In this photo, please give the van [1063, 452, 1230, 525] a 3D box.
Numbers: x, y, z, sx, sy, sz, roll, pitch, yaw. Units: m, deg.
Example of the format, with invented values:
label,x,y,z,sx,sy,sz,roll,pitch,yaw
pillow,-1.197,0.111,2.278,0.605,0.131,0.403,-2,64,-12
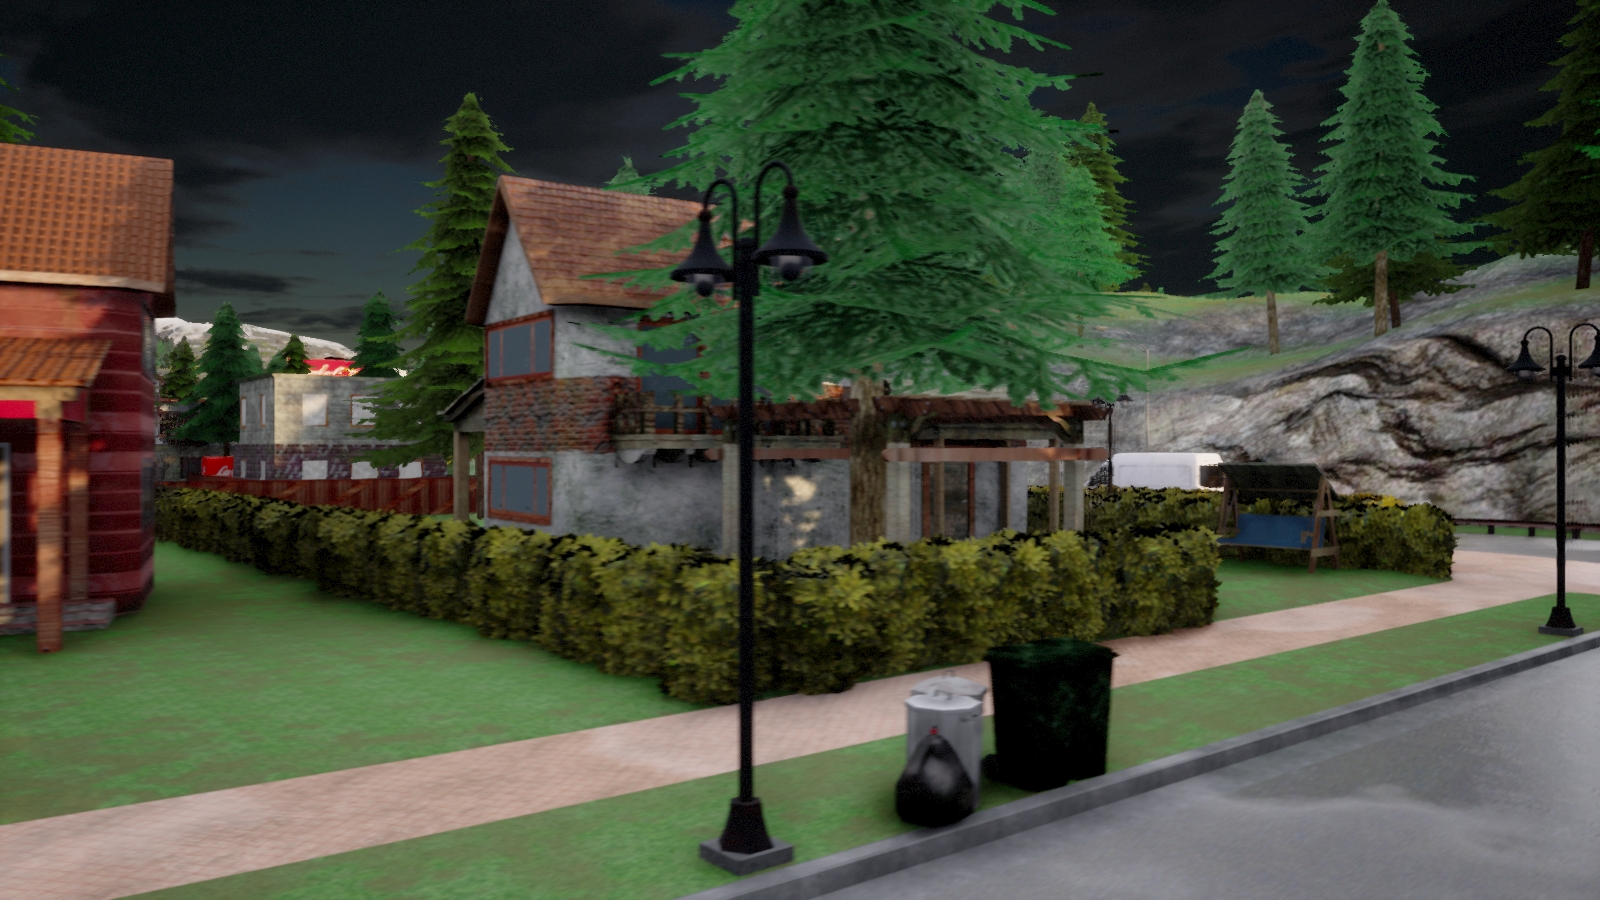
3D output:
label,x,y,z,sx,sy,sz,roll,pitch,yaw
van,12.878,1.348,42.916,1.988,2.561,5.915,0,0,-39
